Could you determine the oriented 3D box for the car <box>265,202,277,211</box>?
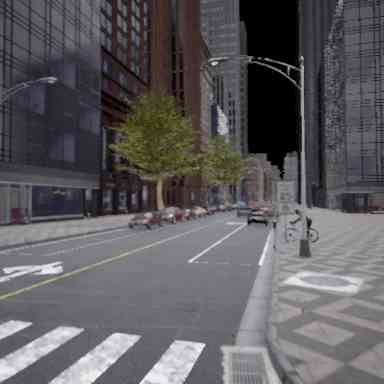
[{"bbox_3d":[16.269,2.973,68.464,2.192,1.841,5.009,-1,-2,15],"label":"car"}]

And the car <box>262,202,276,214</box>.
[{"bbox_3d":[13.342,2.697,57.576,2.192,1.841,5.009,-1,-2,15],"label":"car"}]

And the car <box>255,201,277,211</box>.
[{"bbox_3d":[10.415,2.421,46.689,2.192,1.841,5.009,-1,-2,15],"label":"car"}]

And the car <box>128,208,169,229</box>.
[{"bbox_3d":[-3.669,2.239,27.120,1.802,1.307,4.206,0,-1,15],"label":"car"}]

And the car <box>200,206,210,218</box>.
[{"bbox_3d":[0.677,2.579,43.291,1.752,1.417,4.829,0,-1,15],"label":"car"}]

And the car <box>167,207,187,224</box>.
[{"bbox_3d":[-2.206,2.229,32.568,1.967,1.590,4.097,0,-1,15],"label":"car"}]

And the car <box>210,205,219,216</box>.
[{"bbox_3d":[2.184,2.760,48.900,1.947,1.339,4.313,0,-2,15],"label":"car"}]

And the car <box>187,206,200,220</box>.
[{"bbox_3d":[-0.742,2.504,38.010,1.802,1.307,4.206,0,-1,15],"label":"car"}]

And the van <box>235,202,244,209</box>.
[{"bbox_3d":[12.428,3.522,87.017,1.690,1.788,3.998,-1,-2,15],"label":"van"}]

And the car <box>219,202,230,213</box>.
[{"bbox_3d":[5.111,3.015,59.789,1.887,1.381,4.507,-1,-2,15],"label":"car"}]

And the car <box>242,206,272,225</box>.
[{"bbox_3d":[6.026,2.266,30.349,1.947,1.339,4.313,0,-1,15],"label":"car"}]

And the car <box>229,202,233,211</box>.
[{"bbox_3d":[6.575,2.923,65.239,2.192,1.841,5.009,-1,-2,15],"label":"car"}]

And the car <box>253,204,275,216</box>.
[{"bbox_3d":[8.952,2.514,41.238,1.887,1.381,4.507,0,-2,15],"label":"car"}]

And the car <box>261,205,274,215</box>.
[{"bbox_3d":[11.879,2.809,52.125,1.947,1.339,4.313,-1,-2,15],"label":"car"}]

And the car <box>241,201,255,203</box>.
[{"bbox_3d":[9.783,2.528,54.234,2.150,2.045,5.566,-1,-2,15],"label":"car"}]

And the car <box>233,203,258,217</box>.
[{"bbox_3d":[7.178,2.554,44.542,2.128,1.511,4.902,-1,-2,15],"label":"car"}]

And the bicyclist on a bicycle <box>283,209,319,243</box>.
[{"bbox_3d":[5.284,1.649,16.185,1.656,1.620,0.582,-1,-2,15],"label":"bicyclist on a bicycle"}]

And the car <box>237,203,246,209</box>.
[{"bbox_3d":[13.892,3.771,92.458,1.967,1.590,4.097,-1,-2,15],"label":"car"}]
